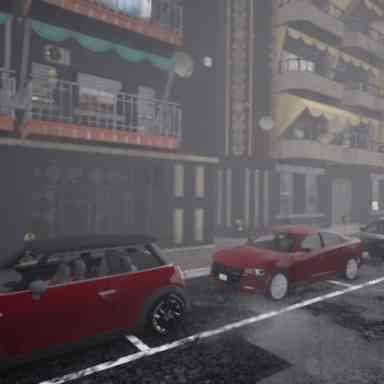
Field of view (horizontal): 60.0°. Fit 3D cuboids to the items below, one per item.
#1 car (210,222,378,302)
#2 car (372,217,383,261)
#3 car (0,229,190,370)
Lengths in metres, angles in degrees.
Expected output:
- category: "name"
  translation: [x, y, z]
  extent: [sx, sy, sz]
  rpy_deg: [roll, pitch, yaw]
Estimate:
- category: "car"
  translation: [2.494, 1.548, 8.314]
  extent: [4.507, 1.381, 1.887]
  rpy_deg: [0, 1, -35]
- category: "car"
  translation: [7.098, 1.571, 11.589]
  extent: [4.313, 1.339, 1.947]
  rpy_deg: [0, 1, -35]
- category: "car"
  translation: [-2.111, 1.441, 5.035]
  extent: [4.097, 1.590, 1.967]
  rpy_deg: [0, 1, -35]
